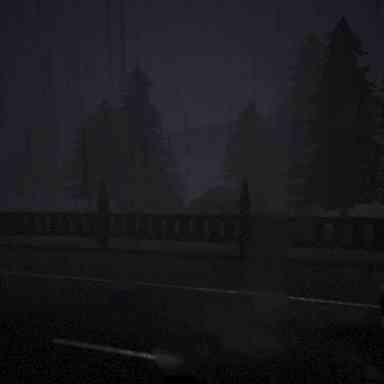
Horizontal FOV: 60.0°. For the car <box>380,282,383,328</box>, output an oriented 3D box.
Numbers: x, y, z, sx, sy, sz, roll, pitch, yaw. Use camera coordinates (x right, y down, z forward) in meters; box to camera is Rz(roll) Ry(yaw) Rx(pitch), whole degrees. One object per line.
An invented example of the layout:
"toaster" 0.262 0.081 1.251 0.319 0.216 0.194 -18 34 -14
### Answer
"car" 5.267 1.537 4.265 5.008 1.535 1.882 0 -1 23
